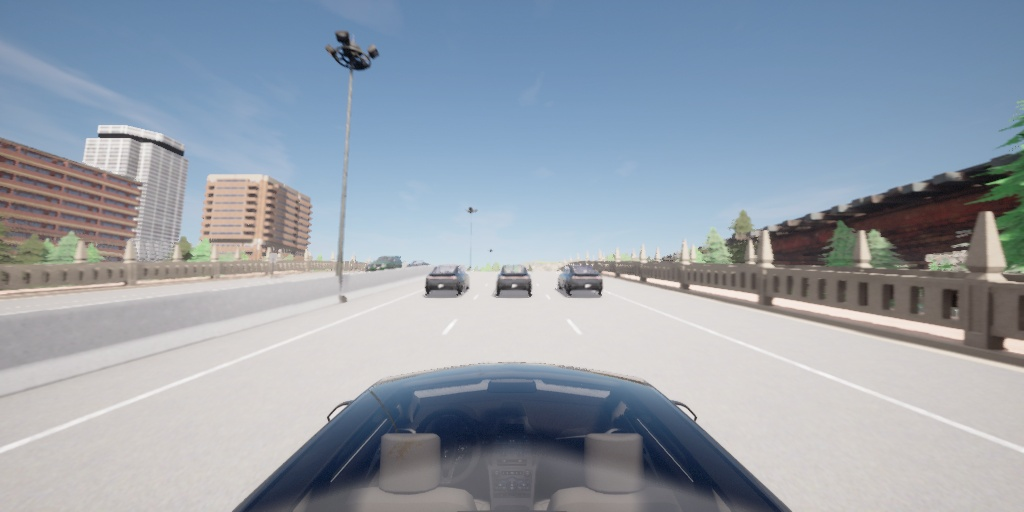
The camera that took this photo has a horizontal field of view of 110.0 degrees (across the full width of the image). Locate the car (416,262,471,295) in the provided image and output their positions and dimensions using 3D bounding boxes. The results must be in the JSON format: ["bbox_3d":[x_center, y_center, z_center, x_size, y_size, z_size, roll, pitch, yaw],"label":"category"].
[{"bbox_3d":[-3.397,1.239,19.526,2.128,1.511,4.902,0,0,0],"label":"car"}]

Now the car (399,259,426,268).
[{"bbox_3d":[-10.570,1.236,40.158,2.128,1.511,4.902,0,0,0],"label":"car"}]

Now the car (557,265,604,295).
[{"bbox_3d":[3.603,1.238,19.510,2.128,1.511,4.902,0,0,0],"label":"car"}]

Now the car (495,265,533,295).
[{"bbox_3d":[0.103,1.239,19.516,2.128,1.511,4.902,0,0,0],"label":"car"}]

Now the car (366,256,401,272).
[{"bbox_3d":[-14.069,0.966,40.548,2.150,2.045,5.566,0,0,0],"label":"car"}]

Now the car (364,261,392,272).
[{"bbox_3d":[-17.542,1.361,47.153,1.812,1.442,4.674,0,-1,0],"label":"car"}]
